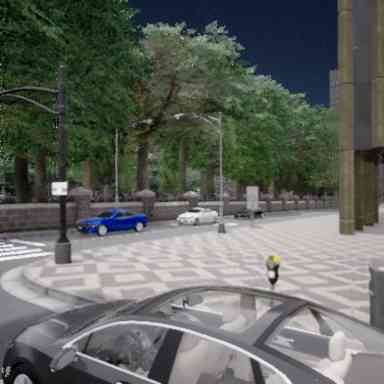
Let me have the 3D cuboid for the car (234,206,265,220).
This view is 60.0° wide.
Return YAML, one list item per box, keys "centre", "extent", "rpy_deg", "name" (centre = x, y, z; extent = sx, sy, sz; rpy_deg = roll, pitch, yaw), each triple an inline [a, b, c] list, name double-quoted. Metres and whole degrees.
- centre: [6.552, 2.292, 37.781]
  extent: [1.882, 1.535, 5.008]
  rpy_deg: [0, -1, 36]
  name: "car"

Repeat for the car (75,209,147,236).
- centre: [-5.045, 1.873, 21.338]
  extent: [1.882, 1.535, 5.008]
  rpy_deg: [0, -1, 35]
  name: "car"

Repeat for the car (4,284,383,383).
- centre: [0.025, 1.558, 2.946]
  extent: [4.403, 1.369, 2.008]
  rpy_deg: [0, 0, 35]
  name: "car"

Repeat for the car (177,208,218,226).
- centre: [0.568, 2.122, 29.302]
  extent: [1.812, 1.442, 4.674]
  rpy_deg: [0, -1, 35]
  name: "car"
